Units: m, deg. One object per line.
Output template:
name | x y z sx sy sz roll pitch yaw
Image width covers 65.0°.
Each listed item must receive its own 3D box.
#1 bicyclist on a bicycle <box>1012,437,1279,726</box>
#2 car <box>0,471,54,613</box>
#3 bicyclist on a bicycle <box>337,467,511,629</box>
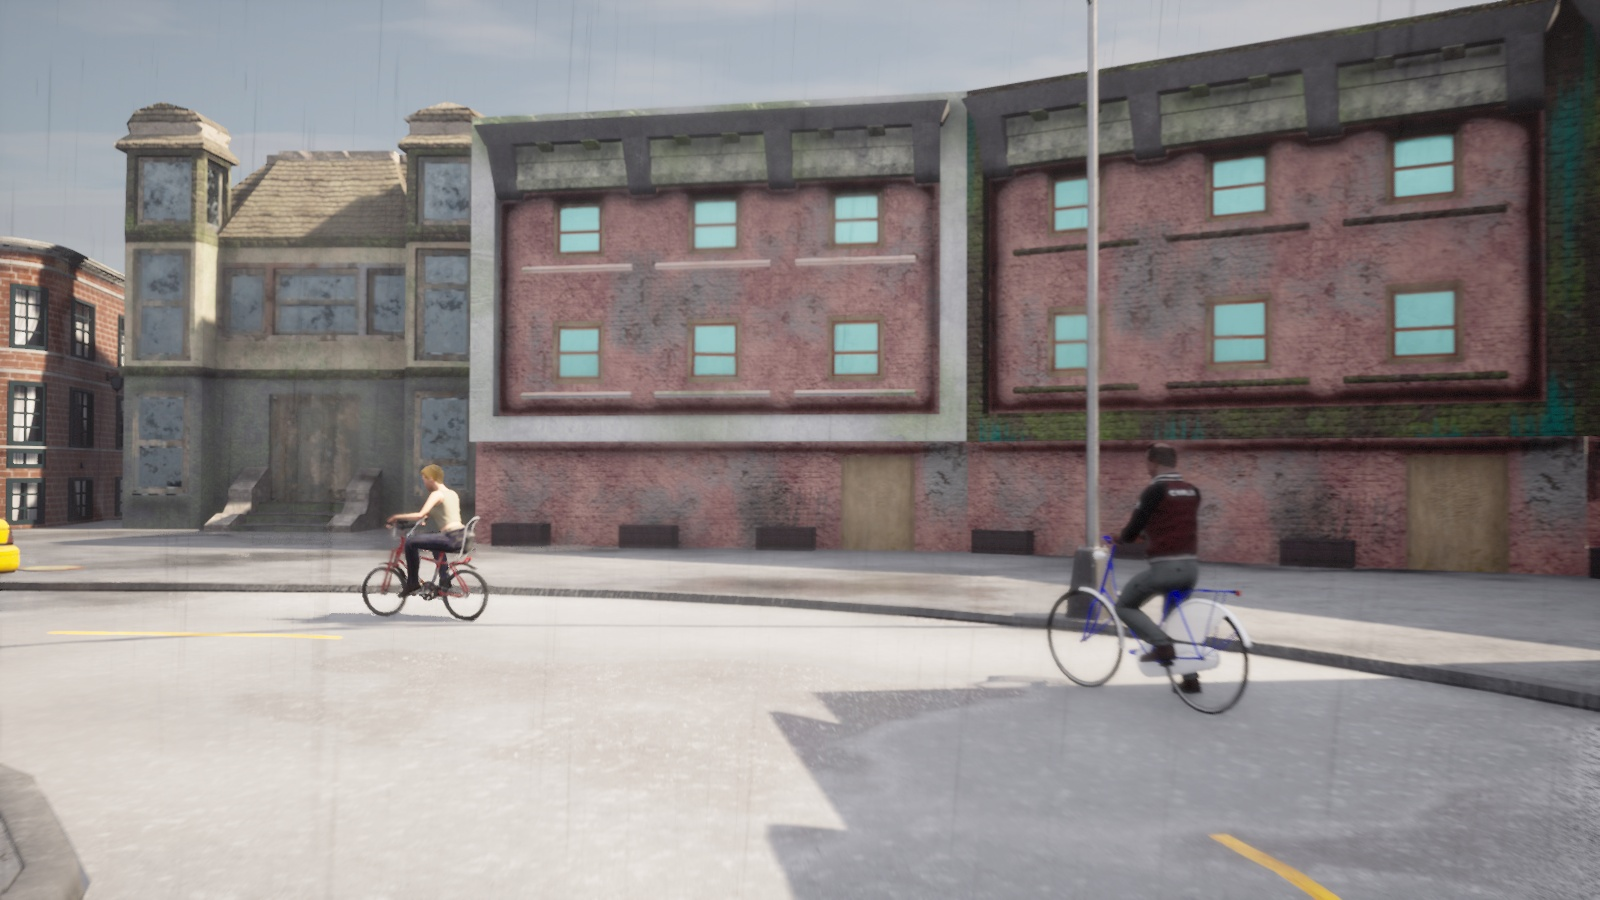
bicyclist on a bicycle | 2.326 0.823 8.696 0.659 1.776 1.843 0 -1 -30
car | -11.530 1.036 14.006 5.366 1.575 1.801 0 -1 1
bicyclist on a bicycle | -3.932 0.990 13.180 1.509 1.612 0.866 0 -1 16
